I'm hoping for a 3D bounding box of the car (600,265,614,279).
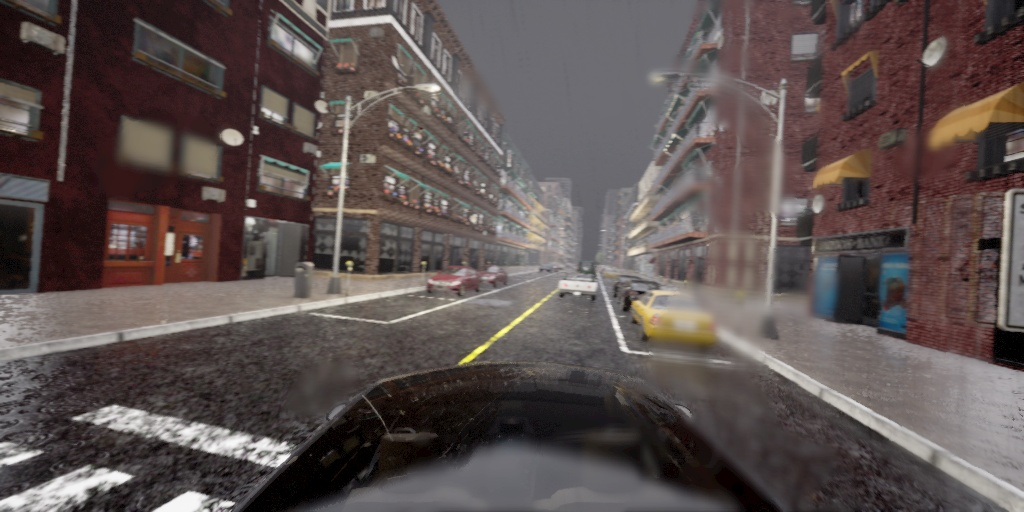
[{"bbox_3d":[11.829,2.093,43.662,1.751,1.417,4.829,0,0,13],"label":"car"}]

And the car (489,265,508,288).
[{"bbox_3d":[-1.418,1.242,23.274,1.802,1.307,4.207,0,0,13],"label":"car"}]

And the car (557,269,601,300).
[{"bbox_3d":[3.771,1.606,20.075,1.895,1.301,4.718,4,0,13],"label":"car"}]

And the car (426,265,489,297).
[{"bbox_3d":[-2.730,1.150,17.765,1.802,1.307,4.207,0,0,13],"label":"car"}]

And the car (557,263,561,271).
[{"bbox_3d":[6.142,1.645,56.399,1.967,1.591,4.097,0,0,13],"label":"car"}]

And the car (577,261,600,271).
[{"bbox_3d":[8.543,1.569,41.018,2.150,2.045,5.566,4,0,13],"label":"car"}]

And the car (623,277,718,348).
[{"bbox_3d":[4.439,1.570,10.493,1.751,1.417,4.829,0,0,13],"label":"car"}]

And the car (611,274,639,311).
[{"bbox_3d":[5.635,1.696,15.858,1.948,1.339,4.313,0,0,13],"label":"car"}]

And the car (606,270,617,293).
[{"bbox_3d":[6.827,1.779,21.394,1.948,1.339,4.313,0,0,13],"label":"car"}]

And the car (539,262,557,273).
[{"bbox_3d":[4.890,1.678,50.879,1.948,1.339,4.313,0,0,13],"label":"car"}]
